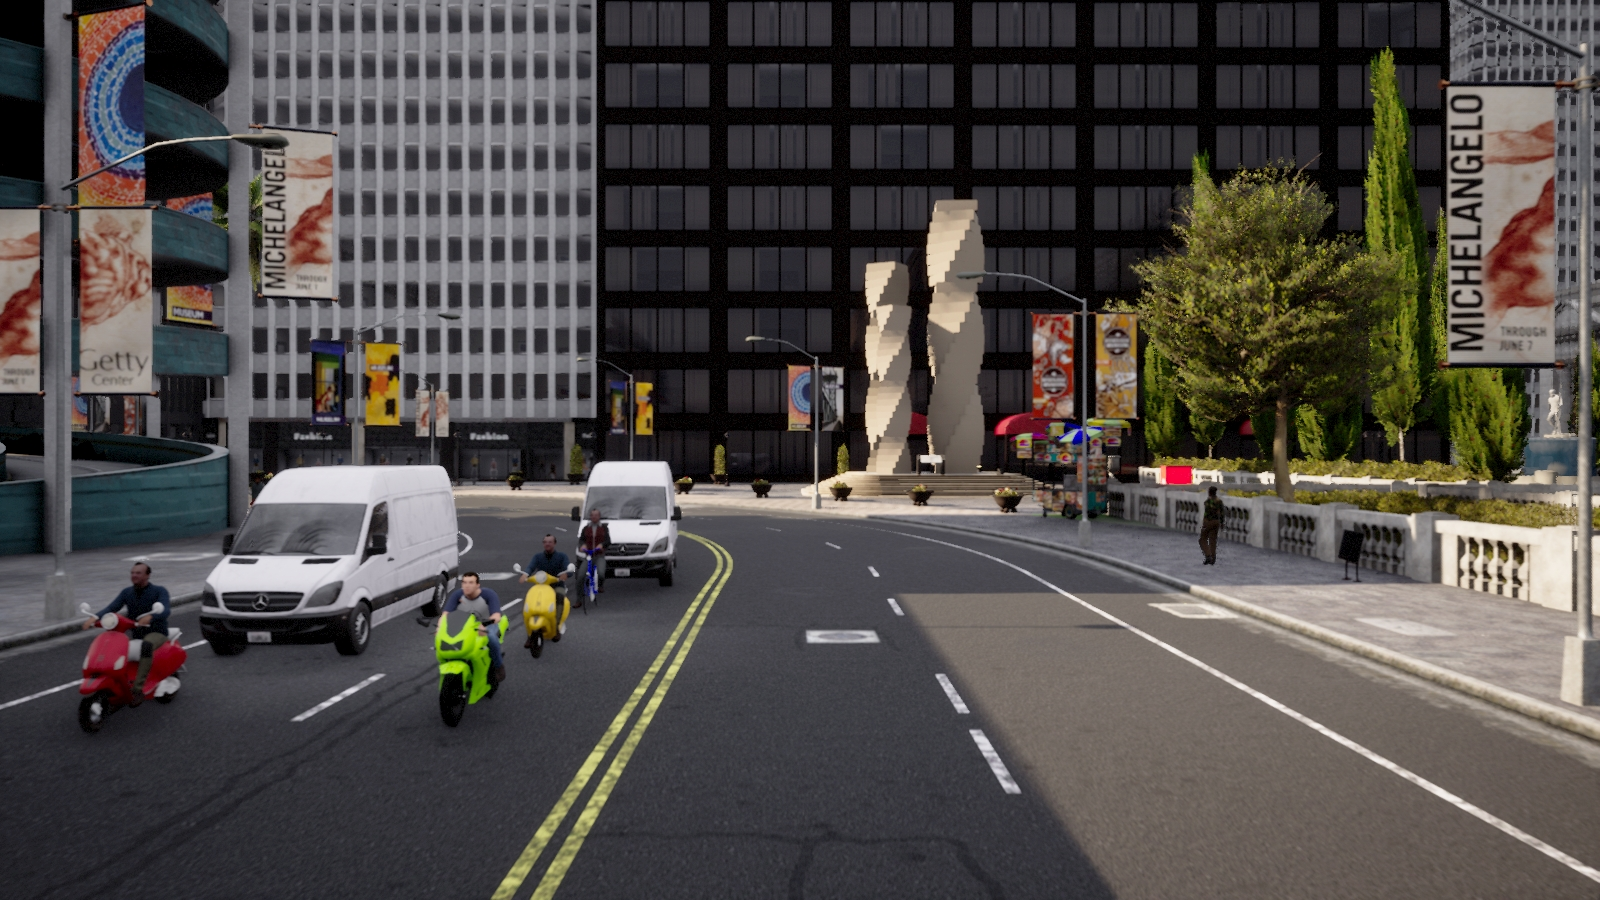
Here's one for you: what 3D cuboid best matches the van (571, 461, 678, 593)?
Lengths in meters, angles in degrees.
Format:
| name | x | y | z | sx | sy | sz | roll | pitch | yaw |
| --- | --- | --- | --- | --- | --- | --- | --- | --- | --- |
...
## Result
| name | x | y | z | sx | sy | sz | roll | pitch | yaw |
| --- | --- | --- | --- | --- | --- | --- | --- | --- | --- |
| van | -3.790 | 1.554 | 25.603 | 1.988 | 2.561 | 5.915 | 0 | 0 | -5 |

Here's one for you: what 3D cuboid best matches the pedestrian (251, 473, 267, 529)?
| name | x | y | z | sx | sy | sz | roll | pitch | yaw |
| --- | --- | --- | --- | --- | --- | --- | --- | --- | --- |
| pedestrian | -18.331 | 1.726 | 38.721 | 0.375 | 1.860 | 0.375 | 0 | 0 | -5 |

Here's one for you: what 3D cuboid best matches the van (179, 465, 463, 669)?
| name | x | y | z | sx | sy | sz | roll | pitch | yaw |
| --- | --- | --- | --- | --- | --- | --- | --- | --- | --- |
| van | -7.055 | 1.549 | 17.721 | 1.988 | 2.561 | 5.915 | 0 | 0 | -1 |

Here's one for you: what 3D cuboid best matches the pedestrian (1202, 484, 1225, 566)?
| name | x | y | z | sx | sy | sz | roll | pitch | yaw |
| --- | --- | --- | --- | --- | --- | --- | --- | --- | --- |
| pedestrian | 9.481 | 1.716 | 26.199 | 0.375 | 1.860 | 0.375 | 0 | 0 | -5 |

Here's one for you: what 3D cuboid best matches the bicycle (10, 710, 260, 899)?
| name | x | y | z | sx | sy | sz | roll | pitch | yaw |
| --- | --- | --- | --- | --- | --- | --- | --- | --- | --- |
| bicycle | -3.550 | 2.216 | 6.270 | 0.329 | 1.171 | 1.835 | 0 | 0 | -1 |
